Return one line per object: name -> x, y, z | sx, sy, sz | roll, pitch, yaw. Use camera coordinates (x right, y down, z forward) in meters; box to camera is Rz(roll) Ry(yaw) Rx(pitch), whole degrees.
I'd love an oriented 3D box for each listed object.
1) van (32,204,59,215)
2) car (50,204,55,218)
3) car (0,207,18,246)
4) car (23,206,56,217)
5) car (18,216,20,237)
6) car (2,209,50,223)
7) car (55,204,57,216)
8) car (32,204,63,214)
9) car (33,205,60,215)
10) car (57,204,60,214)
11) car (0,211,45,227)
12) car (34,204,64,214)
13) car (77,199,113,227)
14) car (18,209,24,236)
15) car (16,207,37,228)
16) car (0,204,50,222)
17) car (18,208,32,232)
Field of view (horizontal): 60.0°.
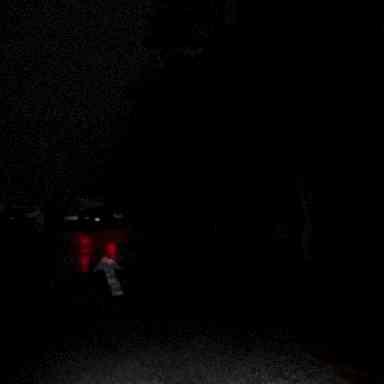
van -> -27.954, 3.375, 63.598 | 4.442, 1.987, 1.878 | 1, -2, -39
car -> -19.181, 2.575, 37.828 | 5.566, 2.045, 2.435 | 1, -2, -39
car -> -11.335, 1.886, 14.978 | 5.566, 2.045, 2.435 | 1, -2, -39
car -> -25.122, 3.216, 54.931 | 4.553, 1.767, 2.185 | 1, -2, -39
car -> -12.324, 2.224, 17.805 | 4.892, 1.521, 2.231 | 1, -2, -39
car -> -20.202, 2.913, 40.662 | 4.892, 1.521, 2.231 | 1, -2, -39
car -> -21.198, 2.746, 43.506 | 5.566, 2.045, 2.435 | 1, -2, -39
car -> -30.019, 3.517, 69.211 | 5.566, 2.045, 2.435 | 1, -2, -39
car -> -28.994, 3.559, 66.390 | 4.553, 1.767, 2.185 | 1, -2, -39
car -> -23.111, 2.919, 49.257 | 5.566, 2.045, 2.435 | 1, -2, -39
car -> -18.246, 2.768, 34.924 | 4.792, 1.488, 2.163 | 1, -2, -39
car -> -30.975, 3.603, 72.117 | 5.566, 2.045, 2.435 | 1, -2, -39
car -> -5.710, 1.140, 19.606 | 1.812, 1.442, 4.674 | 0, 3, -19
car -> -13.338, 2.183, 20.647 | 4.553, 1.767, 2.185 | 1, -2, -39
car -> -15.258, 2.356, 26.398 | 4.553, 1.767, 2.185 | 1, -2, -39
car -> -17.261, 2.402, 32.075 | 5.566, 2.045, 2.435 | 1, -2, -39
car -> -14.268, 2.270, 23.538 | 4.553, 1.767, 2.185 | 1, -2, -39
